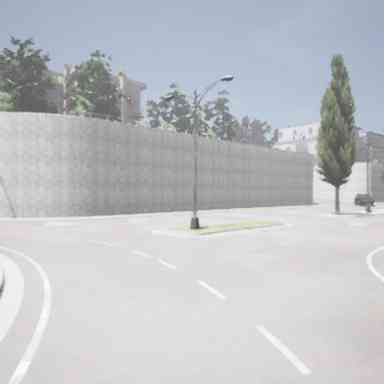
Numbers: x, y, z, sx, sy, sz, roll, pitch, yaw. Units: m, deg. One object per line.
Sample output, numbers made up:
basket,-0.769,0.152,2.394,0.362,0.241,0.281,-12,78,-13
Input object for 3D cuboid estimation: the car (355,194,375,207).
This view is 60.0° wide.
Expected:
car,29.041,1.341,56.073,2.150,2.045,5.566,2,1,17
